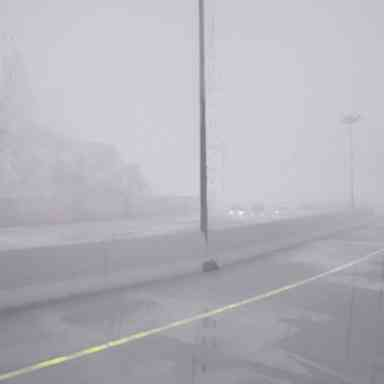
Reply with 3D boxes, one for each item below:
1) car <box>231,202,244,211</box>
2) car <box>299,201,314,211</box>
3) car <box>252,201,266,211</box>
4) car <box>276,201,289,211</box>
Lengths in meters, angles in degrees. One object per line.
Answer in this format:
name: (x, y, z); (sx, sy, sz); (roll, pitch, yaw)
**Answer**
car: (7.384, 2.306, 53.829); (1.895, 1.301, 4.718); (-1, -1, 12)
car: (17.327, 2.058, 50.397); (1.812, 1.442, 4.674); (-1, -1, 13)
car: (10.194, 2.101, 50.637); (1.882, 1.535, 5.008); (-1, -1, 14)
car: (13.815, 2.106, 50.734); (1.812, 1.442, 4.674); (-1, -1, 14)
